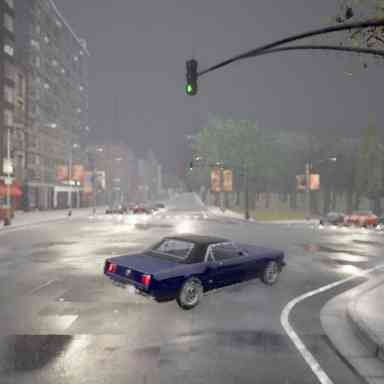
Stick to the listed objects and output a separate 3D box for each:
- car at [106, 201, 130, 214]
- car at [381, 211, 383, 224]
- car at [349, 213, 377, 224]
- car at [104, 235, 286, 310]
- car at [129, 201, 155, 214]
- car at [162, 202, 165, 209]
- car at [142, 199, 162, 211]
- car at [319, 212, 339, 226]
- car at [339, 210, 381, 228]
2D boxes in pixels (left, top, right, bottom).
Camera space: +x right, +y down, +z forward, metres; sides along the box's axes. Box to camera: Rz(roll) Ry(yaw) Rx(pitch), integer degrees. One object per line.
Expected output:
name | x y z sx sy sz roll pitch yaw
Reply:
car | -9.796 1.993 43.627 2.097 1.767 4.553 0 -1 1
car | 24.221 3.329 41.184 4.181 1.385 1.994 3 -3 -45
car | 22.923 3.449 44.476 4.718 1.301 1.895 3 -3 -45
car | 0.369 1.742 8.252 4.718 1.301 1.895 2 -1 -44
car | -6.540 2.248 43.971 1.895 1.301 4.718 0 -1 1
car | -6.522 2.721 66.999 1.895 1.301 4.718 0 -1 0
car | -6.549 2.354 54.175 1.837 1.490 4.892 0 -1 1
car | 16.124 2.979 37.648 4.674 1.442 1.812 3 -3 -44
car | 17.438 2.727 34.370 4.553 1.767 2.097 3 -3 -45
